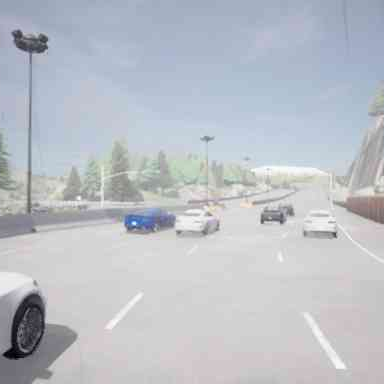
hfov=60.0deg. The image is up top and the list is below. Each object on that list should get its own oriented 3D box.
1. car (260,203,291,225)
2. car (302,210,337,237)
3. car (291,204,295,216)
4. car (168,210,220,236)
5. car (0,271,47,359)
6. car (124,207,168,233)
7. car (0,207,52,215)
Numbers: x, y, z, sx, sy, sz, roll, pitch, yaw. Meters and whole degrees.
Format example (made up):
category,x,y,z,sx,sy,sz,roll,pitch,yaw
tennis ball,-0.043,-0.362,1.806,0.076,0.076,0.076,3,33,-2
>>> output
category,x,y,z,sx,sy,sz,roll,pitch,yaw
car,7.025,1.908,28.560,2.128,1.511,4.902,0,-1,20
car,7.757,1.837,20.370,1.812,1.442,4.674,0,-1,19
car,11.387,2.087,40.407,2.128,1.511,4.902,0,-1,21
car,0.403,1.800,20.370,1.812,1.442,4.674,0,-1,18
car,-3.113,1.438,2.777,1.812,1.442,4.674,-2,4,5
car,-2.671,1.760,22.203,1.882,1.535,5.008,0,-1,18
car,-12.643,1.887,26.242,1.895,1.301,4.718,0,-1,19
